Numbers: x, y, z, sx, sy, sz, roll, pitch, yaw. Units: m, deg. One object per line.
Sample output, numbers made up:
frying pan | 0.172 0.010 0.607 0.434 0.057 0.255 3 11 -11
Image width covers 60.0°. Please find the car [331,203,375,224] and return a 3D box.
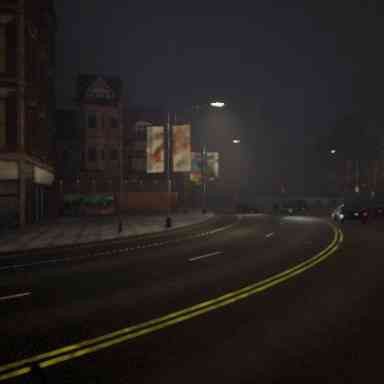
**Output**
car | 12.401 1.669 26.328 2.033 1.411 5.357 -1 -1 14

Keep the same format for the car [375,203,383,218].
car | 16.786 1.668 30.346 2.033 1.411 5.357 0 0 7

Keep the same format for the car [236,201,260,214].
car | 6.696 1.827 40.494 2.033 1.411 5.357 0 0 -4

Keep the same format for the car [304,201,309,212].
car | 13.340 1.752 42.760 1.837 1.490 4.892 0 -1 -5

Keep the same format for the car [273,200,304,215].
car | 10.087 1.710 36.166 2.128 1.511 4.902 0 -1 2
